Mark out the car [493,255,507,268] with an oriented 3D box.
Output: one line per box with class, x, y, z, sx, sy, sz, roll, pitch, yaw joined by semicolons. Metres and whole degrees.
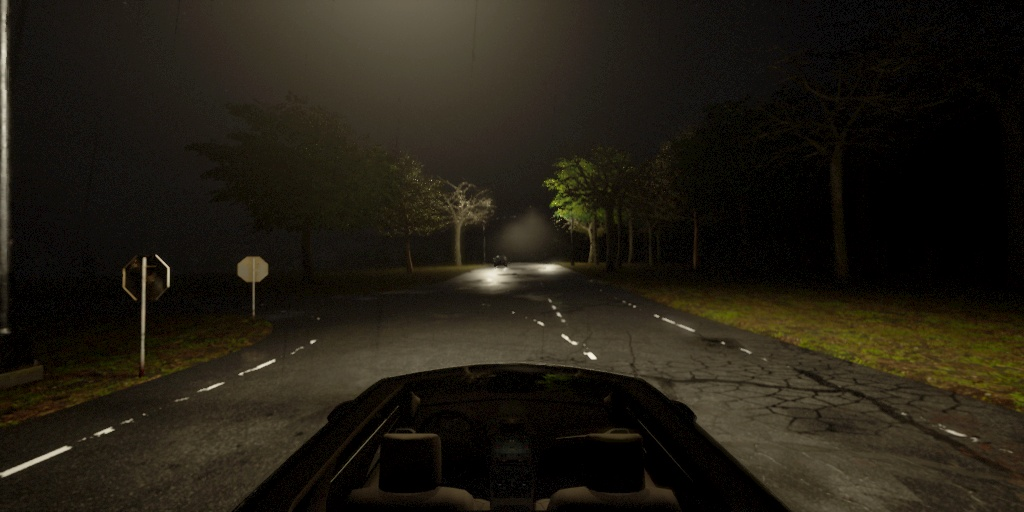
car;-1.958;0.945;60.353;2.150;2.045;5.566;-1;1;2
